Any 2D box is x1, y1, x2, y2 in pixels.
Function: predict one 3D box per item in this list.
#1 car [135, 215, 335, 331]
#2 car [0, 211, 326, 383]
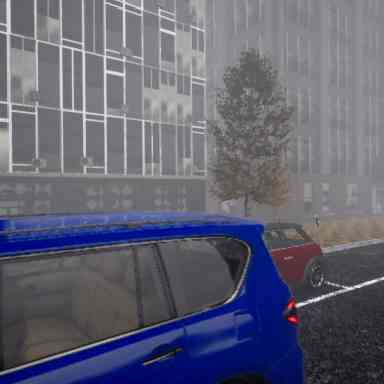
[{"bbox_3d":[1.059,1.439,7.323,4.097,1.590,1.967,0,-1,-35],"label":"car"},{"bbox_3d":[-1.607,1.221,2.234,5.566,2.045,2.150,0,0,-35],"label":"car"}]
